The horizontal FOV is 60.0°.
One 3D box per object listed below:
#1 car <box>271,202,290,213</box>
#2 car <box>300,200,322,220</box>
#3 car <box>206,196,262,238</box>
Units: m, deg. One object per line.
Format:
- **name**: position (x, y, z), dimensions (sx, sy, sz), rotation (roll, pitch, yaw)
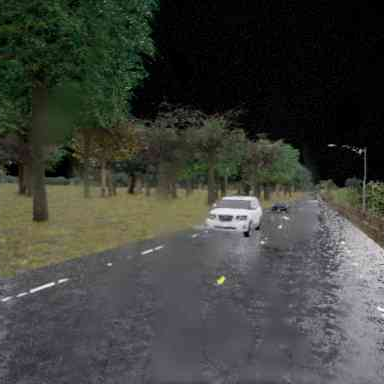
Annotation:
- **car**: position (10.969, 1.855, 41.121), dimensions (1.895, 1.301, 4.718), rotation (2, 0, 21)
- **car**: position (11.033, 1.804, 30.918), dimensions (2.033, 1.411, 5.357), rotation (2, 0, 21)
- **car**: position (2.548, 1.262, 18.638), dimensions (2.150, 2.045, 5.566), rotation (2, 0, 20)
